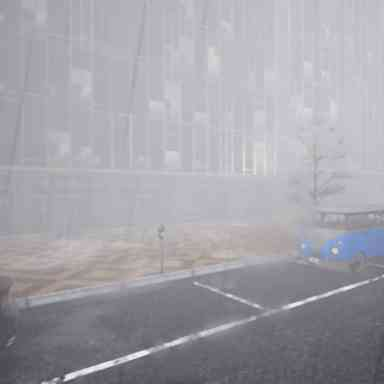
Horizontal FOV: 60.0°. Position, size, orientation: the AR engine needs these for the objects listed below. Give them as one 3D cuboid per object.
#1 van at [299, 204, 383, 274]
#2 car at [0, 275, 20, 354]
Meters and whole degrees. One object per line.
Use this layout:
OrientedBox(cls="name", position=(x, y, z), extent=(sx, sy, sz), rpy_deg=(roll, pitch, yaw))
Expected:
OrientedBox(cls="van", position=(4.966, 1.290, 10.117), extent=(3.998, 1.788, 1.690), rpy_deg=(0, 0, -36))
OrientedBox(cls="car", position=(-4.293, 1.561, 3.493), extent=(4.403, 1.369, 2.008), rpy_deg=(0, 0, -36))
